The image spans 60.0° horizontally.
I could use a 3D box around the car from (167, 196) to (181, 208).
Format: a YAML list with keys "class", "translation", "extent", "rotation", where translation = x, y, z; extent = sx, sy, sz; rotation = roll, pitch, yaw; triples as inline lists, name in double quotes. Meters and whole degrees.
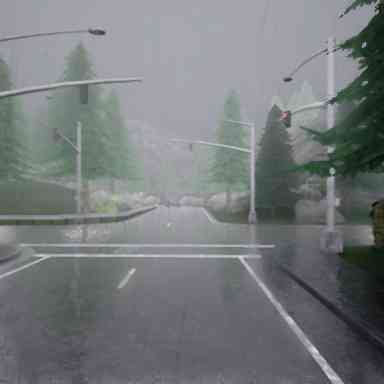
- class: "car"
  translation: [-3.300, 1.746, 59.793]
  extent: [2.150, 2.045, 5.566]
  rotation: [2, -1, -9]
